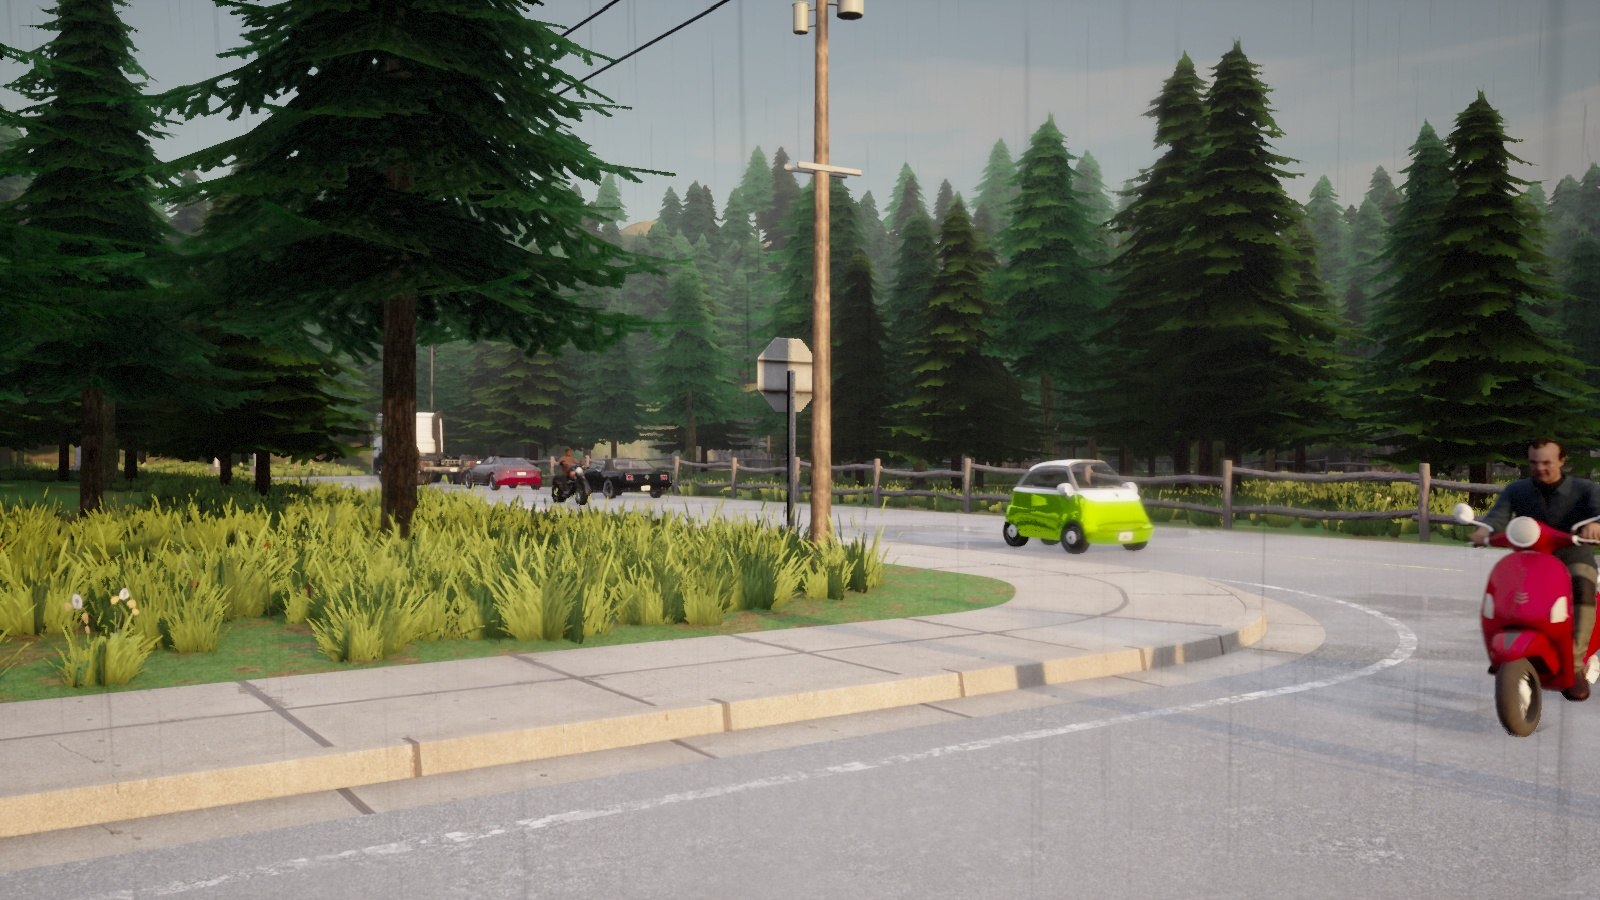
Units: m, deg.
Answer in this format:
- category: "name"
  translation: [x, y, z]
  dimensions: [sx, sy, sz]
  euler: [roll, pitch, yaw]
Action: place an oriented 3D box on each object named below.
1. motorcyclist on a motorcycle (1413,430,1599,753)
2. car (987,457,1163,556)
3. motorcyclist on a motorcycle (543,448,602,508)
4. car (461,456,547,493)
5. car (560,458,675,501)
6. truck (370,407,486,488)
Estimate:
- category: "motorcyclist on a motorcycle"
  translation: [4.252, 0.707, 7.119]
  dimensions: [0.866, 1.590, 1.817]
  euler: [-2, -2, 43]
- category: "car"
  translation: [4.137, 0.804, 19.075]
  dimensions: [1.481, 1.376, 2.207]
  euler: [0, 0, -32]
- category: "motorcyclist on a motorcycle"
  translation: [-6.428, 0.768, 35.416]
  dimensions: [0.766, 1.649, 2.350]
  euler: [0, 0, -34]
- category: "car"
  translation: [-11.763, 0.929, 49.735]
  dimensions: [1.994, 1.385, 4.181]
  euler: [0, 0, -34]
- category: "car"
  translation: [-6.036, 0.932, 41.131]
  dimensions: [1.895, 1.301, 4.718]
  euler: [0, 0, -34]
- category: "truck"
  translation: [-17.312, -0.085, 58.062]
  dimensions: [2.891, 3.462, 7.936]
  euler: [0, 0, -34]
